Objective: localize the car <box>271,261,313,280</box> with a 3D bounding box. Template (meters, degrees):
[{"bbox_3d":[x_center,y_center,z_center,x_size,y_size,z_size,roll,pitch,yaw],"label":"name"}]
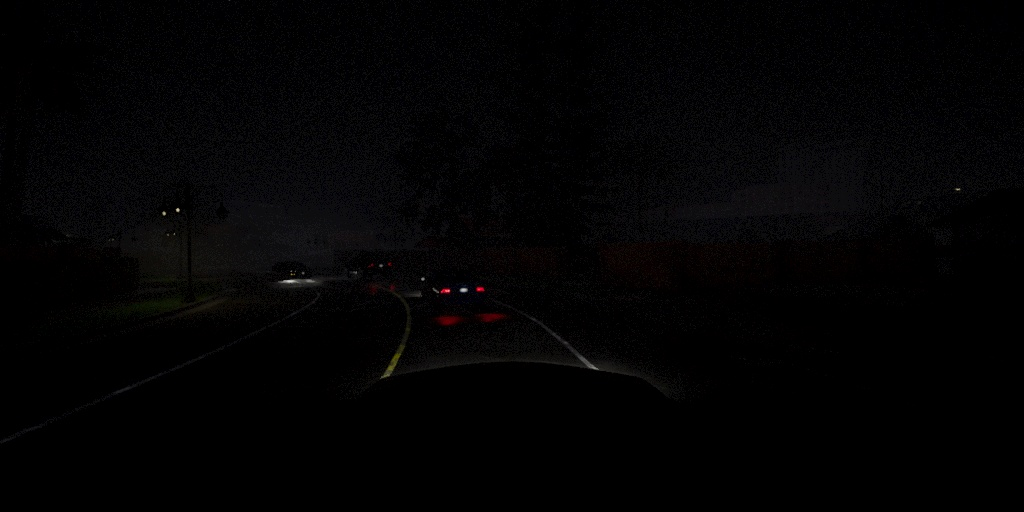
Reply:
[{"bbox_3d":[-18.750,1.153,30.390,4.892,1.490,1.837,0,0,38],"label":"car"}]

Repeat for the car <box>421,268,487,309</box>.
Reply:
[{"bbox_3d":[-2.526,1.201,14.553,2.033,1.411,5.357,0,0,-20],"label":"car"}]

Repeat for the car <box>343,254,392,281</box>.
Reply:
[{"bbox_3d":[-11.709,0.824,28.957,2.150,2.045,5.566,-1,1,-43],"label":"car"}]
